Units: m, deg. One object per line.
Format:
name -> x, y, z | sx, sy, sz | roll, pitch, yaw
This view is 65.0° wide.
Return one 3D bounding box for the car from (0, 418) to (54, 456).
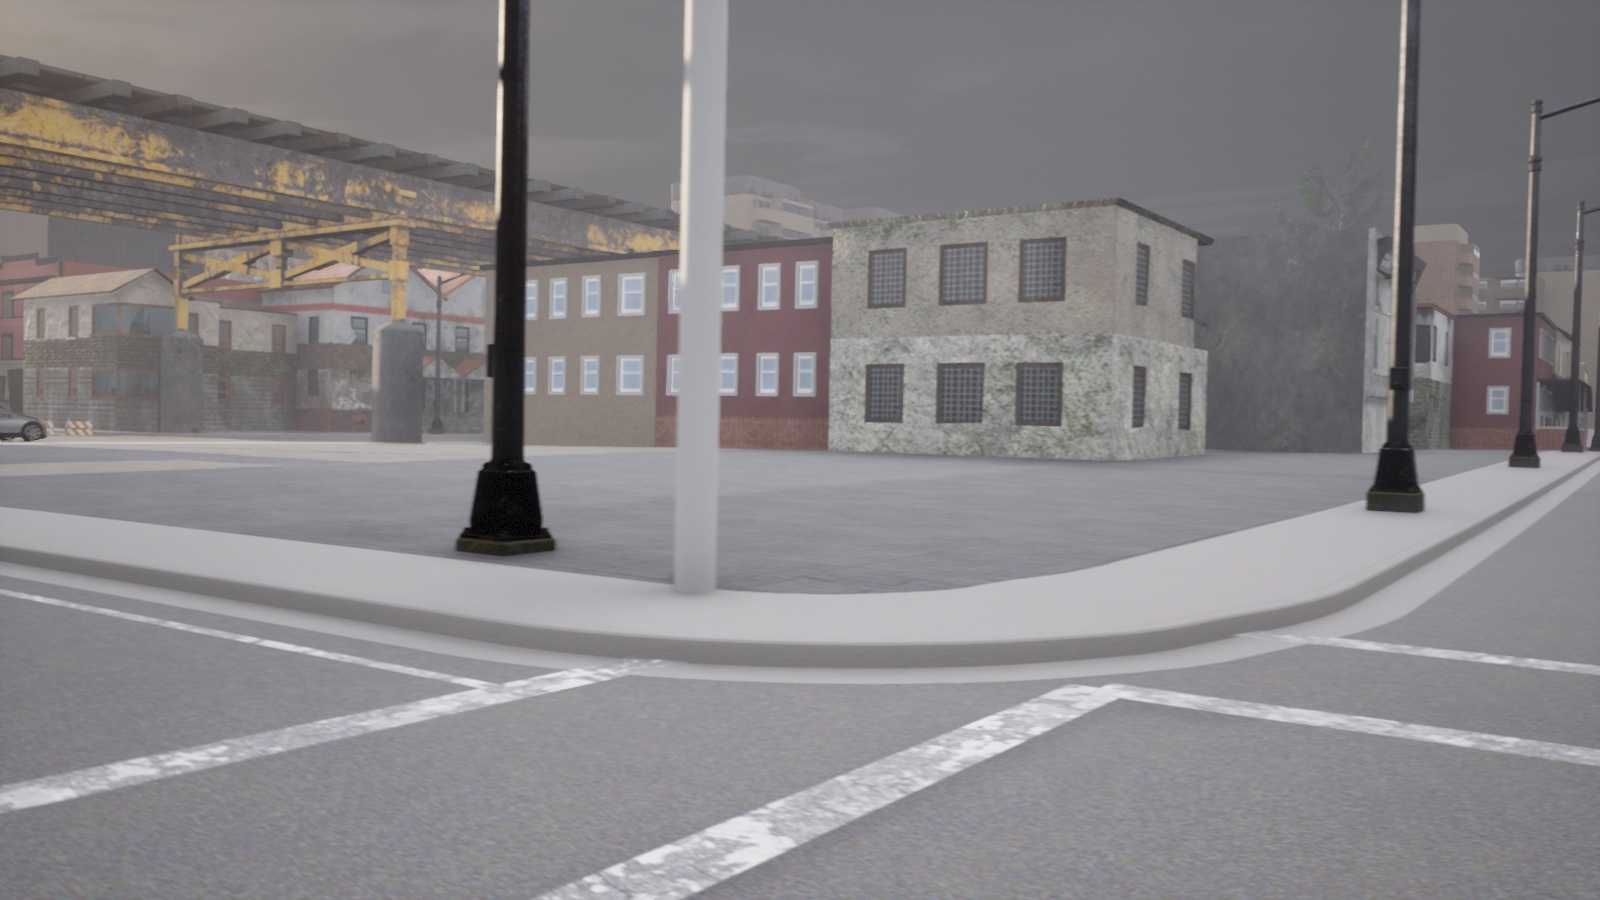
car -> -32.068, -0.534, 49.777 | 1.970, 1.475, 3.806 | 1, 1, 28
